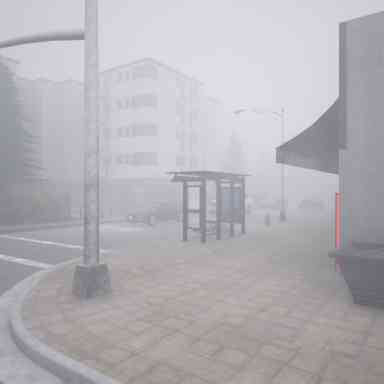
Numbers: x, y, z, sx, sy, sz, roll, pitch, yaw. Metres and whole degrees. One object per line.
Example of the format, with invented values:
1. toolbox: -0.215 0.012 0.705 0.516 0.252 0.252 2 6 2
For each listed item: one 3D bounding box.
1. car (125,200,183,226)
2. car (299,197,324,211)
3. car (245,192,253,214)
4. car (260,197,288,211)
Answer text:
1. car: -2.296 1.328 22.154 1.837 1.490 4.892 0 0 36
2. car: 13.761 1.329 38.183 1.837 1.490 4.892 0 0 36
3. car: 3.589 1.045 30.337 2.150 2.045 5.566 0 0 36
4. car: 9.530 1.301 38.553 1.882 1.535 5.008 0 0 36
